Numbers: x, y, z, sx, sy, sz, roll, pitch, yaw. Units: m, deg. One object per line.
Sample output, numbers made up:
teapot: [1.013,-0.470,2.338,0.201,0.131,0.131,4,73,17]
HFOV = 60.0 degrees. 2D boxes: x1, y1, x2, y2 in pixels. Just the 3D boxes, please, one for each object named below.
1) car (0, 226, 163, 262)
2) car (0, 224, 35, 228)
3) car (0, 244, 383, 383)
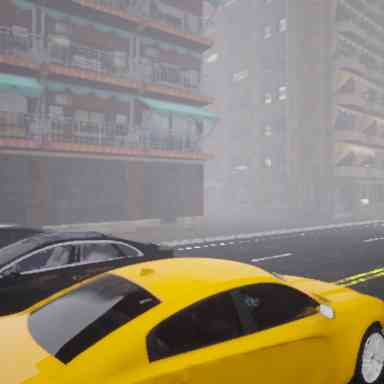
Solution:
car: [-2.512,1.504,5.907,4.902,1.511,2.128,0,0,-36]
car: [-4.975,1.541,8.138,4.674,1.442,1.812,0,0,-36]
car: [0.246,1.488,3.639,5.008,1.535,1.882,0,0,-36]
